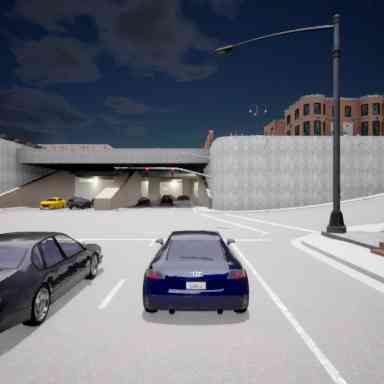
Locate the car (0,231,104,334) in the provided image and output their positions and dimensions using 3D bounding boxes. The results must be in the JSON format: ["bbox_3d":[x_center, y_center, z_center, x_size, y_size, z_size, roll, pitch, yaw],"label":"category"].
[{"bbox_3d":[-3.426,1.547,6.977,2.033,1.411,5.357,0,0,0],"label":"car"}]

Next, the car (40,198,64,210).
[{"bbox_3d":[-18.297,1.477,43.904,1.882,1.535,5.008,0,0,-1],"label":"car"}]

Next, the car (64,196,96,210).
[{"bbox_3d":[-14.809,1.547,44.306,2.033,1.411,5.357,0,0,-1],"label":"car"}]

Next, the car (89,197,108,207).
[{"bbox_3d":[-15.039,1.526,53.757,1.812,1.442,4.674,0,0,-1],"label":"car"}]

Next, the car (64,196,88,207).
[{"bbox_3d":[-18.531,1.491,53.369,2.128,1.511,4.902,0,0,-1],"label":"car"}]

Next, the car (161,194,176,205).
[{"bbox_3d":[-4.525,1.352,60.729,2.097,1.767,4.553,0,0,-1],"label":"car"}]

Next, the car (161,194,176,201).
[{"bbox_3d":[-5.951,1.355,84.943,2.097,1.767,4.553,0,0,24],"label":"car"}]

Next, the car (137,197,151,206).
[{"bbox_3d":[-7.880,1.547,54.816,2.033,1.411,5.357,0,0,-1],"label":"car"}]

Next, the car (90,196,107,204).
[{"bbox_3d":[-18.780,1.492,66.747,2.128,1.511,4.902,0,0,-1],"label":"car"}]

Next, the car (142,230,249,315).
[{"bbox_3d":[0.075,1.564,7.676,1.994,1.385,4.181,0,0,0],"label":"car"}]

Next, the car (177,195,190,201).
[{"bbox_3d":[-2.145,1.524,84.982,1.812,1.442,4.674,0,0,28],"label":"car"}]
